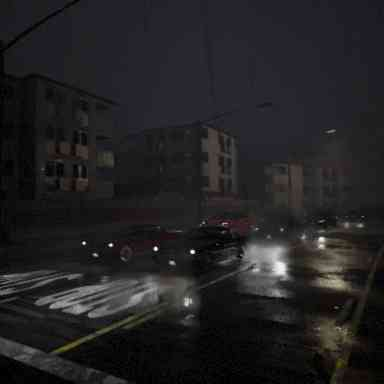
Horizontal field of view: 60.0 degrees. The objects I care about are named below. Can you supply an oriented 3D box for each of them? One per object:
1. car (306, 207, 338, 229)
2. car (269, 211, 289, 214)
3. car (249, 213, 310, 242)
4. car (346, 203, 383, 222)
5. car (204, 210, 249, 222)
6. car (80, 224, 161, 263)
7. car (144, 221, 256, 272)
[{"bbox_3d":[11.099,2.327,28.647,1.837,1.490,4.892,-2,-2,37],"label":"car"},{"bbox_3d":[7.831,2.428,30.124,1.812,1.442,4.674,-2,-2,35],"label":"car"},{"bbox_3d":[5.446,2.206,20.269,1.895,1.301,4.718,-2,-2,33],"label":"car"},{"bbox_3d":[19.777,2.239,37.479,5.566,2.045,2.150,0,-2,-33],"label":"car"},{"bbox_3d":[2.329,2.040,21.858,2.097,1.767,4.553,-2,-2,33],"label":"car"},{"bbox_3d":[-2.440,2.092,14.356,1.895,1.301,4.718,-2,-2,32],"label":"car"},{"bbox_3d":[0.539,2.003,12.527,1.895,1.301,4.718,-2,-2,32],"label":"car"}]
